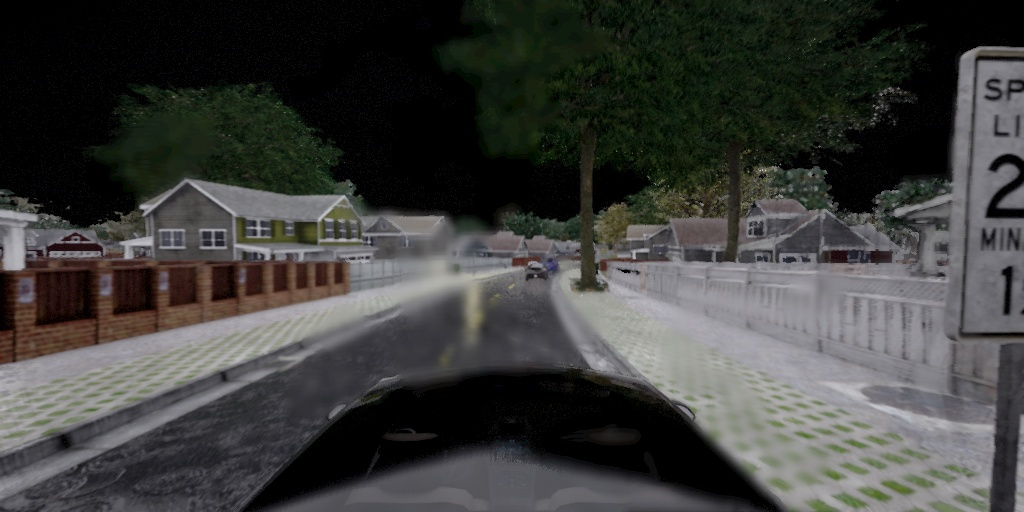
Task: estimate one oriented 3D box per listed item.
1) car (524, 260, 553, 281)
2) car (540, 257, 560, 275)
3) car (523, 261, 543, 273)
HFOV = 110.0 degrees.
[{"bbox_3d":[2.323,1.376,31.602,1.837,1.490,4.892,1,0,10],"label":"car"},{"bbox_3d":[4.560,1.123,43.421,2.150,2.045,5.566,1,0,13],"label":"car"},{"bbox_3d":[2.891,1.421,48.683,1.812,1.442,4.674,1,0,14],"label":"car"}]
